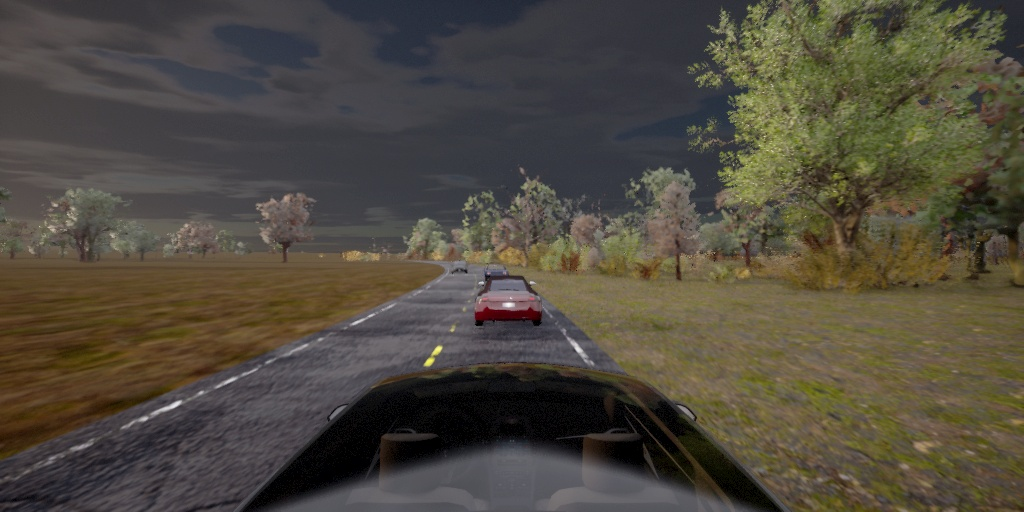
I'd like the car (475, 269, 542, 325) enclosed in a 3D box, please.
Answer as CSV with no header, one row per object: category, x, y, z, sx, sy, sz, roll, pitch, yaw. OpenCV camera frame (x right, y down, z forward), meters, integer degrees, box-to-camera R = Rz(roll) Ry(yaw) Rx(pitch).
car,-0.165,1.314,11.850,1.994,1.385,4.181,0,0,-2

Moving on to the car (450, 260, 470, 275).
car,-5.779,1.251,39.852,1.837,1.490,4.892,0,-1,-7

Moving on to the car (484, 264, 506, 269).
car,-1.391,1.348,29.735,1.895,1.301,4.718,0,0,-6
